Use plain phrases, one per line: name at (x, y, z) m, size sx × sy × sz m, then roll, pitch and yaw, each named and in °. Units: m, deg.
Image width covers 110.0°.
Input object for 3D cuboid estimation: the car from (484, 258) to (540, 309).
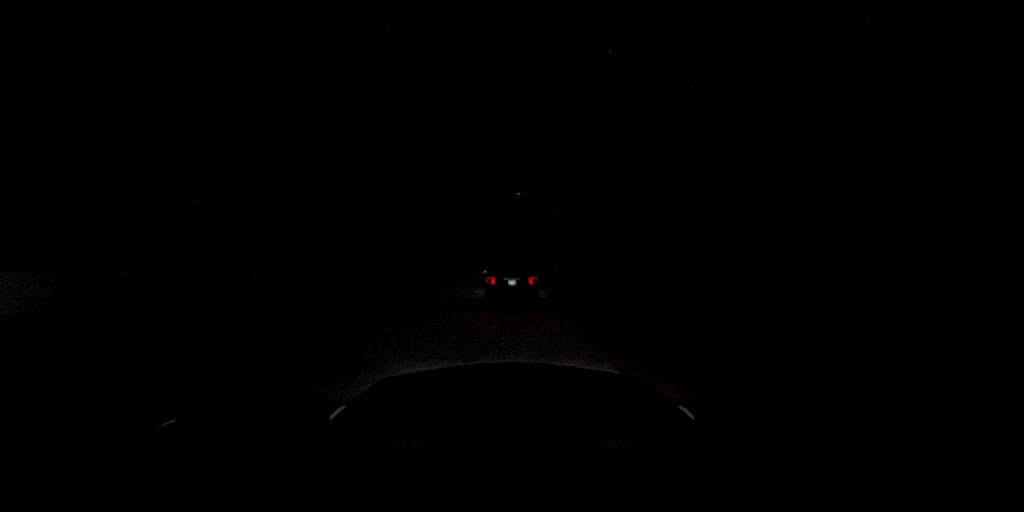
car at (0.004, 1.099, 15.884) m, size 2.150 × 2.045 × 5.566 m, roll 0°, pitch 0°, yaw 0°
